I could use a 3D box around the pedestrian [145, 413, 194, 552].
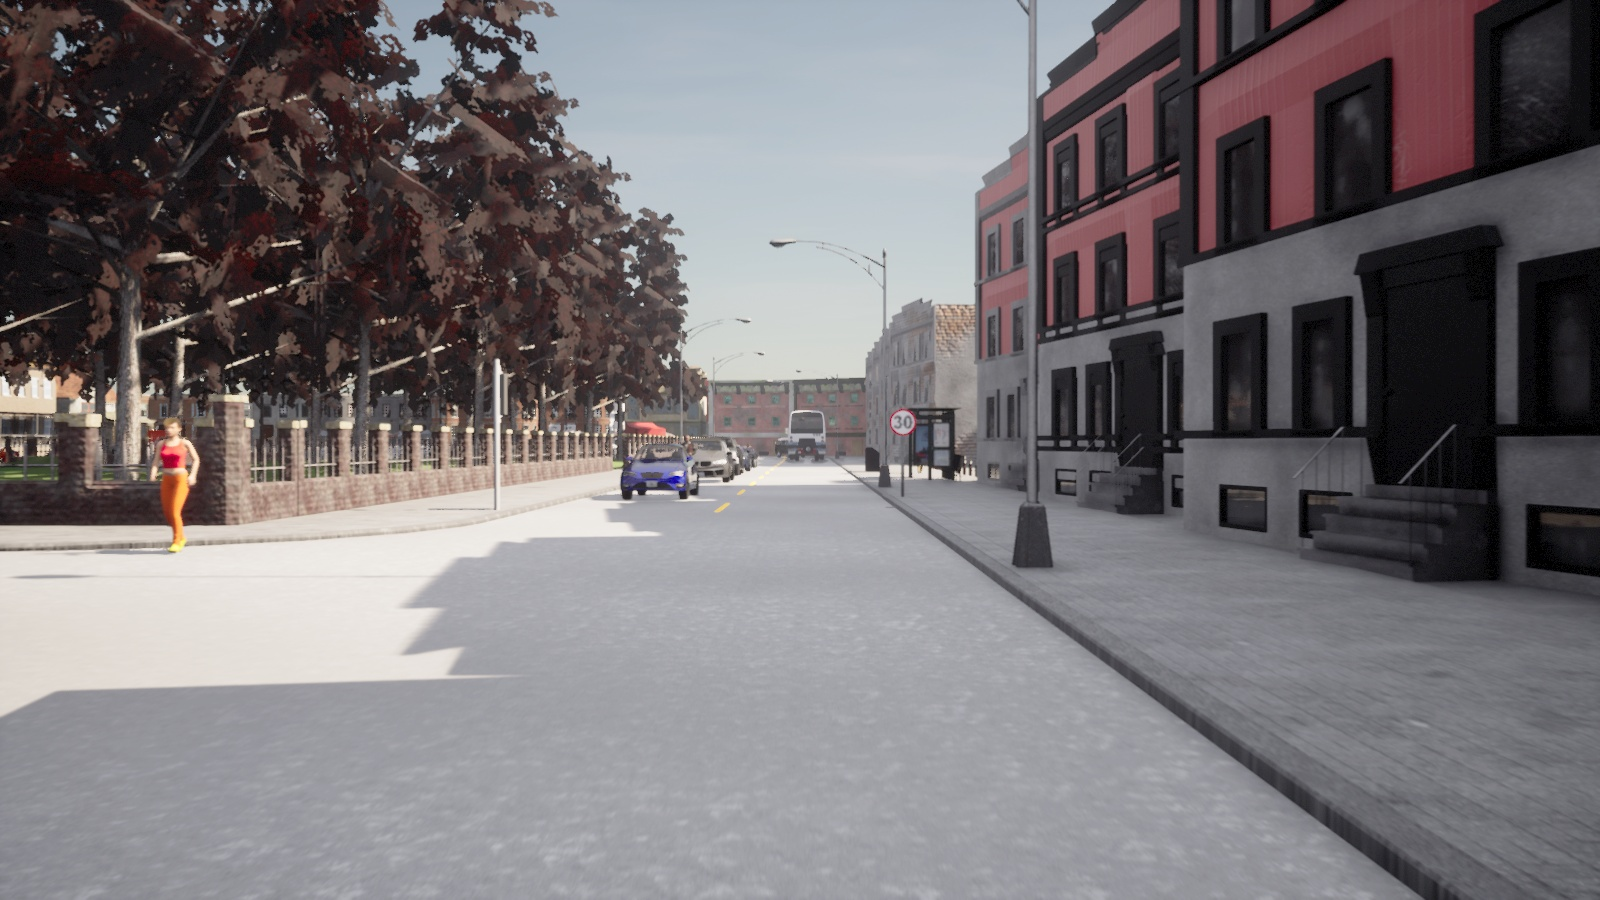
[{"bbox_3d":[-8.434,0.424,16.803,0.345,1.836,0.594,0,0,0],"label":"pedestrian"}]

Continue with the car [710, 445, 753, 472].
[{"bbox_3d":[-3.598,0.408,66.668,1.994,1.385,4.181,0,0,1],"label":"car"}]

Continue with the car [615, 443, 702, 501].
[{"bbox_3d":[-3.777,0.552,34.174,1.816,1.474,4.193,0,0,1],"label":"car"}]

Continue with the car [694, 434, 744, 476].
[{"bbox_3d":[-3.654,0.216,57.513,1.932,1.855,4.605,0,0,1],"label":"car"}]

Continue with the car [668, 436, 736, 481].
[{"bbox_3d":[-3.706,0.297,48.377,2.242,1.667,4.611,0,0,0],"label":"car"}]
